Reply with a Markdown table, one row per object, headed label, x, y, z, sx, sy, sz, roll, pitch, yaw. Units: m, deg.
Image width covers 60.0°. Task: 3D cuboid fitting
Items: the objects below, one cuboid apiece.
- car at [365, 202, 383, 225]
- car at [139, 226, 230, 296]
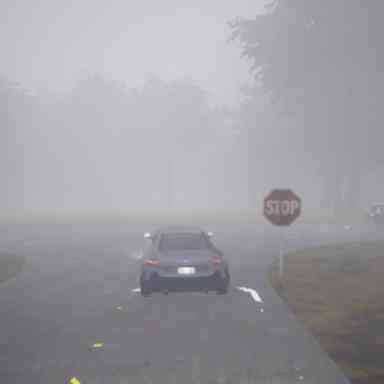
| label | x | y | z | sx | sy | sz | roll | pitch | yaw |
| --- | --- | --- | --- | --- | --- | --- | --- | --- | --- |
| car | 13.147 | 0.931 | 19.283 | 5.566 | 2.045 | 2.150 | -1 | 1 | -1 |
| car | -0.325 | 1.567 | 8.762 | 1.994 | 1.385 | 4.181 | 0 | 0 | -6 |
